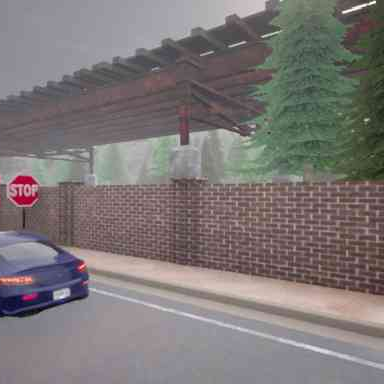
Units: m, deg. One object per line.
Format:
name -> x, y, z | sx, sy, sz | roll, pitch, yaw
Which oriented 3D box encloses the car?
car -> -4.039, 1.526, 6.869 | 4.674, 1.442, 1.812 | 0, 0, 35
